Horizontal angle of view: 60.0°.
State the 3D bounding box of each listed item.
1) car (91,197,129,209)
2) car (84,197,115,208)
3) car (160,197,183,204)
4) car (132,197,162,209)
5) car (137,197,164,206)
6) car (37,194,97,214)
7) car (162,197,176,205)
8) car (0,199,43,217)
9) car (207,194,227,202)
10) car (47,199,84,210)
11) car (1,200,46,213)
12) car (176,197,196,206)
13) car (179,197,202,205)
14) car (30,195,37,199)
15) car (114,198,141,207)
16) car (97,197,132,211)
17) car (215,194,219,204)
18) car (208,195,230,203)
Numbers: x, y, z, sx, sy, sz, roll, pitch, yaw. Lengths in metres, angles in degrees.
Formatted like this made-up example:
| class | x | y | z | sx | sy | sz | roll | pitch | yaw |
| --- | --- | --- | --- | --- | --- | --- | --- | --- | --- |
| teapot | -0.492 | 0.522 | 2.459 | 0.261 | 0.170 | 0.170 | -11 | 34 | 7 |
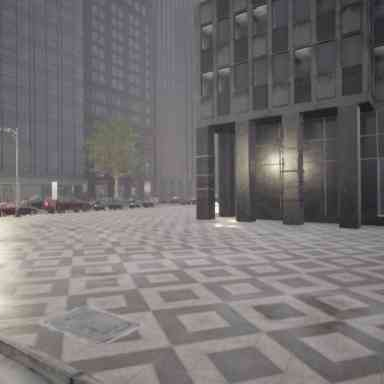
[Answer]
| class | x | y | z | sx | sy | sz | roll | pitch | yaw |
| --- | --- | --- | --- | --- | --- | --- | --- | --- | --- |
| car | -11.421 | 1.504 | 46.750 | 2.128 | 1.511 | 4.902 | -1 | 0 | 35 |
| car | -13.455 | 1.484 | 48.673 | 1.967 | 1.590 | 4.097 | -1 | 0 | 35 |
| car | -3.822 | 1.574 | 62.583 | 1.947 | 1.339 | 4.313 | -1 | 0 | 35 |
| car | -6.448 | 1.509 | 43.816 | 1.947 | 1.339 | 4.313 | -1 | 0 | 35 |
| car | -7.130 | 1.544 | 57.806 | 1.752 | 1.417 | 4.829 | -1 | 0 | 35 |
| car | -12.870 | 1.290 | 34.546 | 2.192 | 1.841 | 5.009 | -1 | 0 | 35 |
| car | -3.734 | 1.583 | 57.729 | 1.895 | 1.301 | 4.718 | -1 | 0 | 35 |
| car | -16.078 | 1.577 | 29.909 | 1.802 | 1.307 | 4.206 | -1 | 0 | 35 |
| car | 5.808 | 1.296 | 76.493 | 2.192 | 1.841 | 5.009 | -1 | 0 | 35 |
| car | -16.664 | 1.642 | 44.037 | 1.802 | 1.307 | 4.206 | -1 | 0 | 35 |
| car | -19.874 | 1.643 | 39.401 | 1.947 | 1.339 | 4.313 | -1 | 0 | 35 |
| car | -0.029 | 1.462 | 53.088 | 1.887 | 1.381 | 4.507 | -1 | 0 | 35 |
| car | -0.218 | 1.506 | 57.319 | 1.994 | 1.385 | 4.181 | -1 | 0 | 34 |
| car | -17.272 | 1.264 | 38.332 | 2.150 | 2.045 | 5.566 | -1 | 0 | 35 |
| car | -10.243 | 1.613 | 53.310 | 1.802 | 1.307 | 4.206 | -1 | 0 | 35 |
| car | -9.658 | 1.525 | 39.181 | 1.947 | 1.339 | 4.313 | -1 | 0 | 35 |
| car | 3.180 | 1.222 | 57.725 | 2.192 | 1.841 | 5.009 | -1 | 0 | 35 |
| car | 5.461 | 1.416 | 65.535 | 2.128 | 1.511 | 4.902 | -1 | 0 | 35 |
